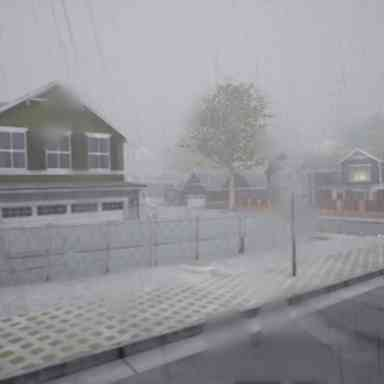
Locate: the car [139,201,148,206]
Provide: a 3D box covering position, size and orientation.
[{"bbox_3d":[-8.008,1.970,47.797,2.033,1.411,5.357,-2,1,-32],"label":"car"}]
